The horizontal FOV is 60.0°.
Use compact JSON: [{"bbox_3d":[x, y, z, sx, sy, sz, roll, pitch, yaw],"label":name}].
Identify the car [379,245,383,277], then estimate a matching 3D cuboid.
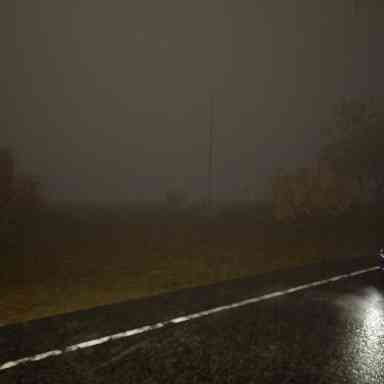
[{"bbox_3d":[6.975,1.499,8.971,5.008,1.535,1.882,0,0,-35],"label":"car"}]
